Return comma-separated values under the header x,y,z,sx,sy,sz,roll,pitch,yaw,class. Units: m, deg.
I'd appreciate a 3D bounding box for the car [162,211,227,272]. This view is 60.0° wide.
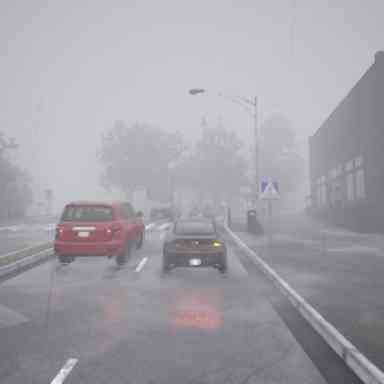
x,y,z,sx,sy,sz,roll,pitch,yaw,class
0.083,1.605,11.153,1.837,1.490,4.892,0,0,0,car

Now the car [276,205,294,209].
x,y,z,sx,sy,sz,roll,pitch,yaw,class
23.600,3.971,84.432,2.128,1.511,4.902,4,-6,-38,car

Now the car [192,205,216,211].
x,y,z,sx,sy,sz,roll,pitch,yaw,class
0.928,1.726,27.067,1.994,1.385,4.181,-1,0,8,car

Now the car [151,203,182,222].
x,y,z,sx,sy,sz,roll,pitch,yaw,class
-2.114,1.697,28.690,1.882,1.535,5.008,-1,-1,9,car

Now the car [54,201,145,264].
x,y,z,sx,sy,sz,roll,pitch,yaw,class
-3.164,1.332,12.414,2.150,2.045,5.566,0,0,0,car
